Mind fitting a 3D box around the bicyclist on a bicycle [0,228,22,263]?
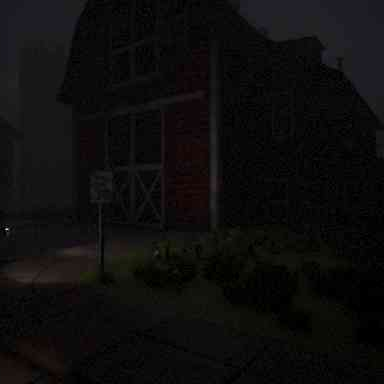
[{"bbox_3d":[-5.943,1.351,9.751,1.656,1.620,0.582,-3,2,-30],"label":"bicyclist on a bicycle"}]
